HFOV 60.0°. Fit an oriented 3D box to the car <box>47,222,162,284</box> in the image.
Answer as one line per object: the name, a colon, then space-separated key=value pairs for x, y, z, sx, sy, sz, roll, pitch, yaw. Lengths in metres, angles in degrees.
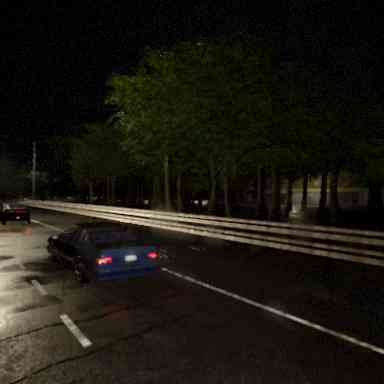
car: x=-2.882 y=1.626 z=9.973 sx=2.033 sy=1.411 sz=5.357 roll=1 pitch=-1 yaw=-35

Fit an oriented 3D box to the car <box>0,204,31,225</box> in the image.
car: x=-13.718 y=1.632 z=25.606 sx=2.128 sy=1.511 sz=4.902 roll=1 pitch=-1 yaw=-35
